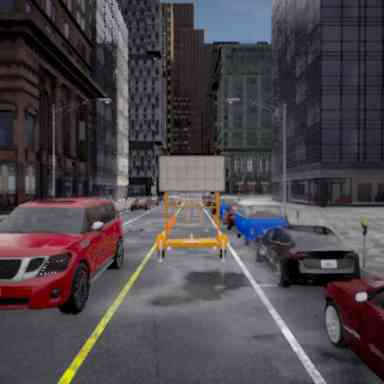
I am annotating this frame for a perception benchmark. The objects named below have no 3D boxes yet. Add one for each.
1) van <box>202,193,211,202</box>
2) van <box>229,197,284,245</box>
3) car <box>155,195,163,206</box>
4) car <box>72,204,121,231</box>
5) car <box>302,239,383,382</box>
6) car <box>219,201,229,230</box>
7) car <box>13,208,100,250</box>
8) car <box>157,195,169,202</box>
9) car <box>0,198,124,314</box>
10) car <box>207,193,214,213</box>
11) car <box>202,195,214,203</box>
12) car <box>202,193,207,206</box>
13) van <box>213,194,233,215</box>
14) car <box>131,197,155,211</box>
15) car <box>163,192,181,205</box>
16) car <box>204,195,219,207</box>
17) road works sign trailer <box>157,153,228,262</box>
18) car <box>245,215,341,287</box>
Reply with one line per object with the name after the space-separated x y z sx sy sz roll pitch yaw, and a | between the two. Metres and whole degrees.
2.852 1.027 65.491 1.690 1.788 3.998 0 0 0 | van
2.850 1.276 14.653 1.690 1.788 3.998 0 0 0 | van
-5.672 1.362 48.544 1.802 1.307 4.206 0 0 0 | car
-5.673 1.493 20.299 1.802 1.307 4.206 0 0 0 | car
2.852 1.529 3.356 1.887 1.381 4.507 0 0 0 | car
2.852 1.455 20.302 1.887 1.381 4.507 0 0 0 | car
-5.673 1.486 14.650 2.008 1.369 4.403 0 0 0 | car
-5.672 1.252 65.491 1.947 1.339 4.313 0 0 0 | car
-3.100 1.186 7.891 2.150 2.045 5.566 0 0 0 | car
2.851 1.177 31.598 2.192 1.841 5.009 0 0 0 | car
2.853 1.300 59.843 1.802 1.307 4.206 0 0 0 | car
2.851 1.123 42.895 2.192 1.841 5.009 0 0 0 | car
2.850 1.227 25.949 1.690 1.788 3.998 0 0 0 | van
-5.673 1.381 37.246 1.887 1.381 4.507 0 0 0 | car
-3.000 0.977 54.437 2.150 2.045 5.566 0 0 0 | car
2.852 1.220 48.545 1.967 1.590 4.097 0 0 0 | car
0.002 0.412 11.891 2.380 3.560 2.880 0 0 0 | road works sign trailer
2.852 1.526 9.005 1.947 1.339 4.313 0 0 0 | car
